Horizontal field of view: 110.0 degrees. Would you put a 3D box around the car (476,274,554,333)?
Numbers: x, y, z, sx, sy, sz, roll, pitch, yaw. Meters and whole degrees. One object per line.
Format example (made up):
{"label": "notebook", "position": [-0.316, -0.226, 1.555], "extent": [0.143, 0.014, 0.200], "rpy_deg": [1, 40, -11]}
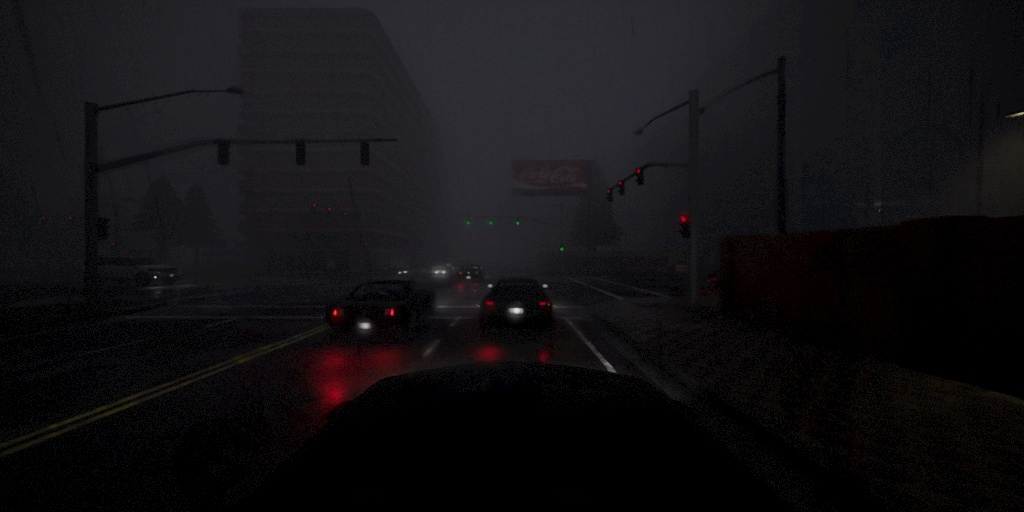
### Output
{"label": "car", "position": [0.165, 1.323, 10.832], "extent": [1.994, 1.385, 4.181], "rpy_deg": [0, 0, 1]}

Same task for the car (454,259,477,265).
{"label": "car", "position": [-7.029, 1.294, 54.457], "extent": [2.128, 1.511, 4.902], "rpy_deg": [0, 0, 0]}

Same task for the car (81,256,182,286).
{"label": "car", "position": [-26.627, 0.994, 25.179], "extent": [5.566, 2.045, 2.150], "rpy_deg": [0, 0, 0]}

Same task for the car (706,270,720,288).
{"label": "car", "position": [14.200, 1.295, 21.513], "extent": [4.674, 1.442, 1.812], "rpy_deg": [0, 0, 1]}

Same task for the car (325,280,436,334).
{"label": "car", "position": [-3.522, 1.360, 10.671], "extent": [1.895, 1.301, 4.718], "rpy_deg": [0, 0, -2]}

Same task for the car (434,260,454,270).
{"label": "car", "position": [-10.529, 1.294, 54.464], "extent": [2.128, 1.511, 4.902], "rpy_deg": [0, 0, 0]}

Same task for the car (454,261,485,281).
{"label": "car", "position": [-3.383, 1.379, 30.416], "extent": [1.895, 1.301, 4.718], "rpy_deg": [0, 0, 0]}
